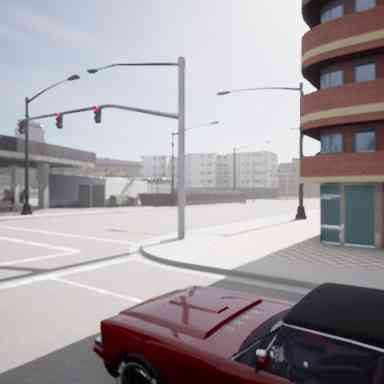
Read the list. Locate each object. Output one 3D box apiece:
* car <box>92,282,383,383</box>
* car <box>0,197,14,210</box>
[{"bbox_3d":[1.226,1.599,3.099,4.718,1.301,1.895,0,0,36],"label":"car"},{"bbox_3d":[-22.689,1.358,39.017,3.806,1.475,1.970,0,0,36],"label":"car"}]
